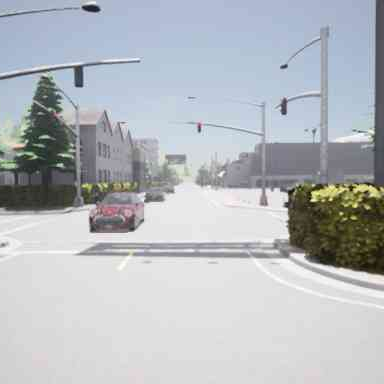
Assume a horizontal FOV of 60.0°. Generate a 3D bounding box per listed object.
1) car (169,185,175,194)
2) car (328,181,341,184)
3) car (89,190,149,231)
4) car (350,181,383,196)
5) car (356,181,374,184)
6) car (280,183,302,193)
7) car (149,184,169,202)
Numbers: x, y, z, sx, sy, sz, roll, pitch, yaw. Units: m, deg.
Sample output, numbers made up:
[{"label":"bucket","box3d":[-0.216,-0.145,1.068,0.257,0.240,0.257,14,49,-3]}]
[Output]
[{"label":"car","box3d":[-3.882,-0.477,54.378,1.882,1.535,5.008,-1,2,0]},{"label":"car","box3d":[25.145,-1.090,59.595,2.152,1.636,5.027,-1,2,-1]},{"label":"car","box3d":[-3.705,0.858,17.004,2.097,1.767,4.553,-1,3,0]},{"label":"car","box3d":[22.147,-0.498,42.197,1.932,1.855,4.605,-1,2,-1]},{"label":"car","box3d":[18.924,-0.205,34.308,1.905,1.878,3.866,-1,2,-1]},{"label":"car","box3d":[15.127,-0.579,52.155,2.007,1.523,4.514,-1,2,-1]},{"label":"car","box3d":[-3.801,0.236,34.967,1.837,1.490,4.892,-1,3,0]}]
